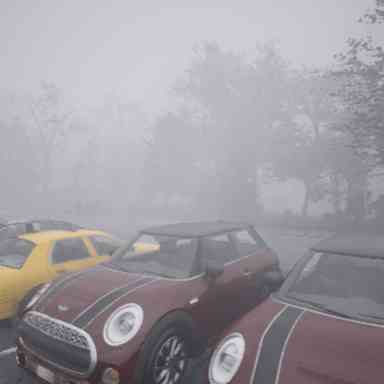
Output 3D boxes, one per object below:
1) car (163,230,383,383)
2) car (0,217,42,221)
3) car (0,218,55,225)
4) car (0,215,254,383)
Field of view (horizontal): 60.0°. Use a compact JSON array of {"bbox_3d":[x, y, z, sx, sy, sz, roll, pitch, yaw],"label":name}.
[{"bbox_3d":[2.009,1.352,3.751,2.185,1.767,4.553,0,0,36],"label":"car"},{"bbox_3d":[-4.785,1.434,8.568,2.231,1.521,4.892,0,0,36],"label":"car"},{"bbox_3d":[-2.421,1.445,7.102,1.946,1.575,5.366,0,0,36],"label":"car"},{"bbox_3d":[-0.250,1.337,5.363,2.185,1.767,4.553,0,0,36],"label":"car"}]
